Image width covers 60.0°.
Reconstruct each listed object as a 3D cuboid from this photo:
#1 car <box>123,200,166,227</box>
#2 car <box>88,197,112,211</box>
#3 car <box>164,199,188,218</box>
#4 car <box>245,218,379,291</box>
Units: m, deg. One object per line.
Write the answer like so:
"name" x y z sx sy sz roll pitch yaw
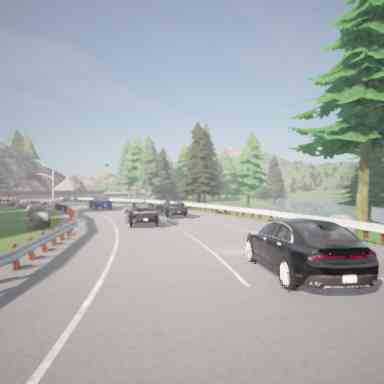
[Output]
"car" -3.399 1.400 21.922 2.128 1.511 4.902 0 0 -16
"car" -10.964 1.335 39.648 1.882 1.535 5.008 0 0 -29
"car" -1.849 1.362 28.322 2.128 1.511 4.902 0 0 -20
"car" 2.815 1.448 8.917 1.837 1.490 4.892 0 0 -7
